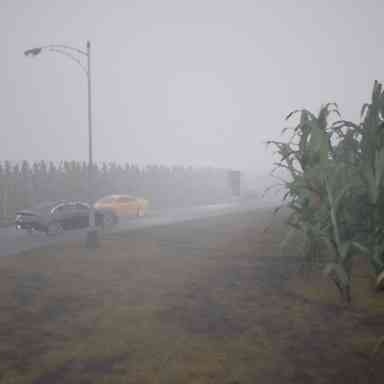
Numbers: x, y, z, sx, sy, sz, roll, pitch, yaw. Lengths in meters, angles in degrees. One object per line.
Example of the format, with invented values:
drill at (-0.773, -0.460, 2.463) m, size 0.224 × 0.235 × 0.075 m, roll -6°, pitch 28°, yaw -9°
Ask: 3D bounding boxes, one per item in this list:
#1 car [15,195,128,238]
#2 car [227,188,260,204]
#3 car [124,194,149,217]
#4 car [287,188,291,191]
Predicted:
car at (-5.729, 1.152, 15.779) m, size 2.128 × 1.511 × 4.902 m, roll 1°, pitch 2°, yaw 36°
car at (5.617, 0.382, 35.924) m, size 2.128 × 1.511 × 4.902 m, roll 1°, pitch 2°, yaw 37°
car at (-4.977, 0.954, 21.591) m, size 1.882 × 1.535 × 5.008 m, roll 1°, pitch 2°, yaw 36°
car at (15.451, -0.451, 49.078) m, size 1.812 × 1.442 × 4.674 m, roll 1°, pitch 2°, yaw 36°
